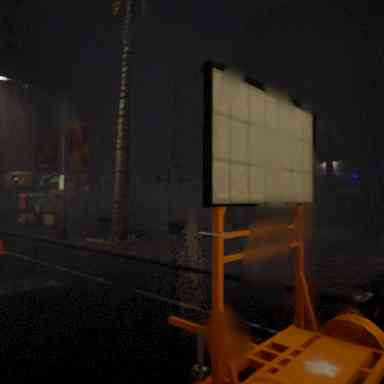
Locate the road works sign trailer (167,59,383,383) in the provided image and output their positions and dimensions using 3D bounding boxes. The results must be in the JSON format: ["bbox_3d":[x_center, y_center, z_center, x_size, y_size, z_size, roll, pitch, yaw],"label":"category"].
[{"bbox_3d":[0.738,0.561,3.976,2.880,3.560,2.380,-1,-2,42],"label":"road works sign trailer"}]

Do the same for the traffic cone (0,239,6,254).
[{"bbox_3d":[-7.918,2.229,13.764,0.340,0.580,0.340,-1,-2,42],"label":"traffic cone"}]

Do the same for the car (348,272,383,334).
[{"bbox_3d":[4.771,1.606,4.472,4.892,1.521,2.231,-1,-2,42],"label":"car"}]
